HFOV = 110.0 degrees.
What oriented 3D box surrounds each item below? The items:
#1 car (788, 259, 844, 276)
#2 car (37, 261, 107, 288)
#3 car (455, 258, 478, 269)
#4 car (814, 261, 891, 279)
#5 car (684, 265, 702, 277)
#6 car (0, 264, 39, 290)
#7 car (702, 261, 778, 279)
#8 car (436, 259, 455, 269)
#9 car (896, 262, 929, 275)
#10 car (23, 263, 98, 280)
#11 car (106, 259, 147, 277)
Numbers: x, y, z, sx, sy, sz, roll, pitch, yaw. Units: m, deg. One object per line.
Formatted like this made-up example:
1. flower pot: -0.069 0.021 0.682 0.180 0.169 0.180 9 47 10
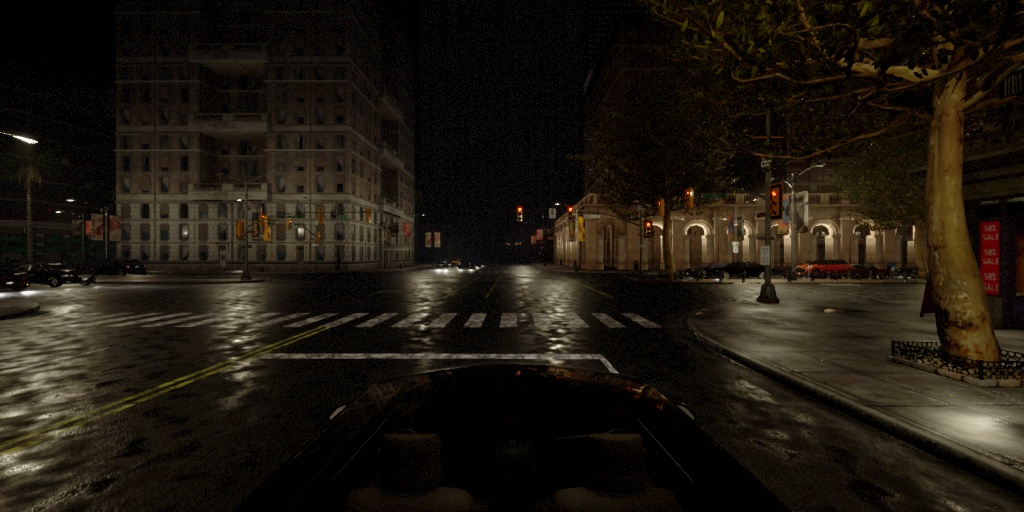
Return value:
1. car: 29.938 1.102 34.577 4.553 1.767 2.097 0 0 0
2. car: -30.235 1.241 23.398 4.902 1.511 2.128 0 0 1
3. car: -6.936 1.101 54.840 2.097 1.767 4.553 0 0 0
4. car: 29.581 1.351 31.082 4.718 1.301 1.895 0 0 1
5. car: 19.649 1.297 34.666 5.357 1.411 2.033 0 0 1
6. car: -29.795 1.314 19.887 4.181 1.385 1.994 0 0 1
7. car: 19.704 1.228 31.165 5.008 1.535 1.882 0 0 0
8. car: -10.432 1.243 55.425 2.128 1.511 4.902 0 0 0
9. car: 40.497 1.297 34.480 5.357 1.411 2.033 0 0 1
10. car: -39.785 1.313 31.663 4.181 1.385 1.994 0 0 0
11. car: -38.839 1.102 35.155 4.553 1.767 2.097 0 0 0
